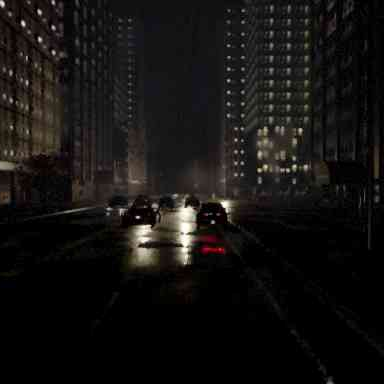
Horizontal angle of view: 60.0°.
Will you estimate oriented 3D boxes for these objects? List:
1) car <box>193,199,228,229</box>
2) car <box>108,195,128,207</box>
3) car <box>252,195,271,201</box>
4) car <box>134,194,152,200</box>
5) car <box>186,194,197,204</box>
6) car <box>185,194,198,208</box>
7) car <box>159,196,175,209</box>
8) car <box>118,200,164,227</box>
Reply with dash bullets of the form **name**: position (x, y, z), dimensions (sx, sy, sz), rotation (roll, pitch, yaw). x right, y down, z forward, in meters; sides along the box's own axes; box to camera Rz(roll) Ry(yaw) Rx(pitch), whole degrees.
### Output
- **car**: position (1.136, 1.379, 20.444), dimensions (1.837, 1.490, 4.892), rotation (0, 0, 0)
- **car**: position (-9.814, 1.206, 44.477), dimensions (1.882, 1.535, 5.008), rotation (0, 0, 0)
- **car**: position (15.915, 1.364, 75.943), dimensions (4.403, 1.369, 2.008), rotation (1, 1, -1)
- **car**: position (-6.564, 1.081, 44.299), dimensions (2.097, 1.767, 4.553), rotation (0, 0, 0)
- **car**: position (0.009, 1.155, 57.760), dimensions (1.837, 1.490, 4.892), rotation (0, 1, 0)
- **car**: position (0.039, 1.229, 42.910), dimensions (2.128, 1.511, 4.902), rotation (0, 0, 1)
- **car**: position (-3.153, 1.275, 40.898), dimensions (1.812, 1.442, 4.674), rotation (0, 0, 0)
- **car**: position (-3.153, 1.433, 21.382), dimensions (1.994, 1.385, 4.181), rotation (0, 0, 0)
